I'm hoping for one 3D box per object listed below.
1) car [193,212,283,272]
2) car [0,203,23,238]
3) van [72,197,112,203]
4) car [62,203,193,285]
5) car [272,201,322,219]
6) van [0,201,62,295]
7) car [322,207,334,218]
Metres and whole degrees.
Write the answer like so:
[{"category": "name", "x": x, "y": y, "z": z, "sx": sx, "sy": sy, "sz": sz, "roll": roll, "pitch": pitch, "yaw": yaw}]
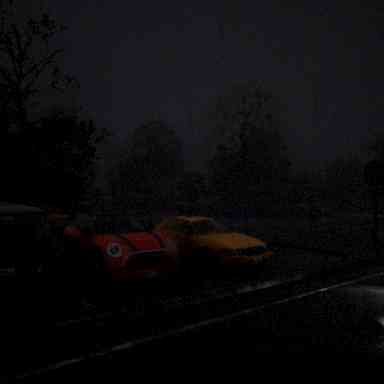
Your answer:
[{"category": "car", "x": 0.238, "y": 1.499, "z": 11.257, "sx": 1.946, "sy": 1.575, "sz": 5.366, "roll": 1, "pitch": 0, "yaw": -36}, {"category": "car", "x": -11.060, "y": 1.471, "z": 18.686, "sx": 1.946, "sy": 1.575, "sz": 5.366, "roll": 0, "pitch": 0, "yaw": -36}, {"category": "van", "x": -6.460, "y": 1.282, "z": 21.637, "sx": 1.878, "sy": 1.987, "sz": 4.442, "roll": 1, "pitch": 0, "yaw": -36}, {"category": "car", "x": -2.253, "y": 1.355, "z": 9.724, "sx": 2.185, "sy": 1.767, "sz": 4.553, "roll": 1, "pitch": 0, "yaw": -36}, {"category": "car", "x": 10.340, "y": 1.914, "z": 33.882, "sx": 2.002, "sy": 1.452, "sz": 4.674, "roll": 2, "pitch": -1, "yaw": -36}, {"category": "van", "x": -4.764, "y": 1.245, "z": 8.014, "sx": 1.878, "sy": 1.987, "sz": 4.442, "roll": 0, "pitch": 0, "yaw": -36}, {"category": "car", "x": 12.886, "y": 1.824, "z": 35.777, "sx": 2.185, "sy": 1.767, "sz": 4.553, "roll": 2, "pitch": -1, "yaw": -36}]
